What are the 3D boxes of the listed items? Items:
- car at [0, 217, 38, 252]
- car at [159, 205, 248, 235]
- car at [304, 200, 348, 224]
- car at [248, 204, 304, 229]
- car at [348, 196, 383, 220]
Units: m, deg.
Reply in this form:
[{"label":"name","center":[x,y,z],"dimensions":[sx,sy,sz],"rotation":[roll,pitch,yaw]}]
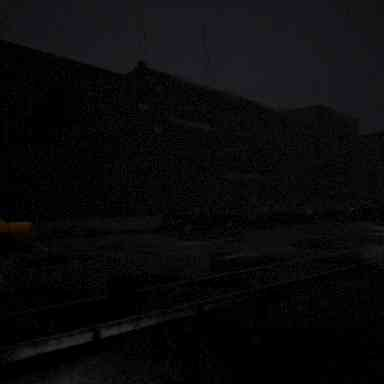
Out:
[{"label":"car","center":[-8.661,1.441,12.243],"dimensions":[5.366,1.575,1.946],"rotation":[0,0,-36]},{"label":"car","center":[0.474,1.481,18.795],"dimensions":[4.892,1.521,2.231],"rotation":[0,0,-36]},{"label":"car","center":[9.373,1.389,25.176],"dimensions":[4.553,1.767,2.185],"rotation":[0,0,-36]},{"label":"car","center":[4.960,1.537,22.012],"dimensions":[4.674,1.452,2.002],"rotation":[0,0,-36]},{"label":"car","center":[13.863,1.407,28.396],"dimensions":[4.553,1.767,2.185],"rotation":[0,0,-36]}]
